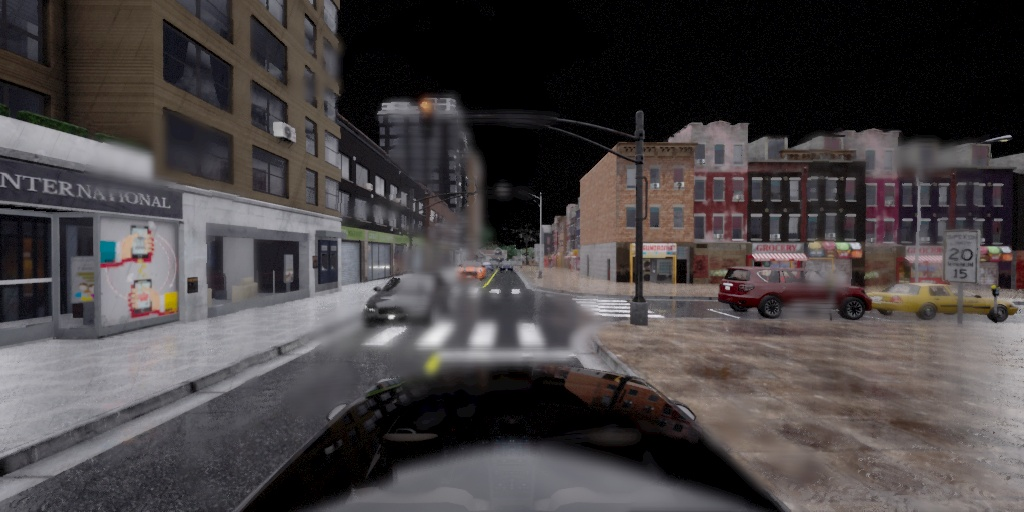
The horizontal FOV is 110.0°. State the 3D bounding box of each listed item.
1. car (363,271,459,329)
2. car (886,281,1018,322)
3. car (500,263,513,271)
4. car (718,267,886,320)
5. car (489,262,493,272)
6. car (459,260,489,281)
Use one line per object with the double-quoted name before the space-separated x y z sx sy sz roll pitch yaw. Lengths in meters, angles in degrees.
"car" -3.013 1.265 11.285 1.837 1.490 4.892 0 0 -1
"car" 16.304 1.659 13.789 4.829 1.417 1.751 0 0 -1
"car" -0.847 1.664 54.861 1.895 1.301 4.718 0 -1 -1
"car" 10.589 1.346 13.698 5.009 1.841 2.192 0 0 -1
"car" -3.720 1.548 51.580 1.812 1.442 4.674 0 -1 -1
"car" -3.367 1.191 30.902 2.097 1.767 4.553 0 0 -1
